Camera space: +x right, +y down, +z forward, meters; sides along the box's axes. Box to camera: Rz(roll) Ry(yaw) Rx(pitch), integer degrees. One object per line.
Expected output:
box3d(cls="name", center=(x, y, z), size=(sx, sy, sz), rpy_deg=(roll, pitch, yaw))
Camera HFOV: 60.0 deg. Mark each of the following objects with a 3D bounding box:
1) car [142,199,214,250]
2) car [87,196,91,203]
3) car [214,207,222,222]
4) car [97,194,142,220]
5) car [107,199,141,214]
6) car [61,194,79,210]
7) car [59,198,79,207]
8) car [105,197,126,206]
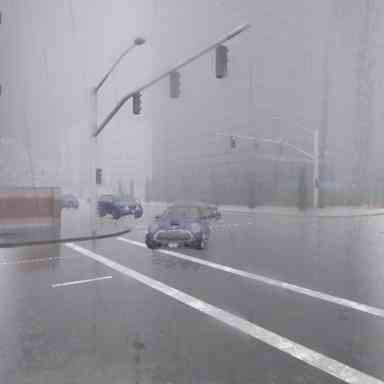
box3d(cls="car", center=(-0.393, 1.352, 14.303), size=(2.097, 1.767, 4.553), rpy_deg=(-1, 0, 8))
box3d(cls="car", center=(-19.032, 1.492, 64.819), size=(2.128, 1.511, 4.902), rpy_deg=(0, 0, -36))
box3d(cls="car", center=(0.215, 1.352, 25.708), size=(2.097, 1.767, 4.553), rpy_deg=(0, 0, -37))
box3d(cls="car", center=(-6.261, 1.223, 28.600), size=(2.150, 2.045, 5.566), rpy_deg=(0, 0, -35))
box3d(cls="car", center=(-7.512, 1.525, 36.363), size=(1.812, 1.442, 4.674), rpy_deg=(0, 0, -36))
box3d(cls="car", center=(-16.213, 1.222, 42.529), size=(2.150, 2.045, 5.566), rpy_deg=(0, 0, -35))
box3d(cls="car", center=(-19.819, 1.601, 53.630), size=(1.895, 1.301, 4.718), rpy_deg=(0, 0, -35))
box3d(cls="car", center=(-13.067, 1.526, 56.485), size=(1.812, 1.442, 4.674), rpy_deg=(0, 0, -36))
